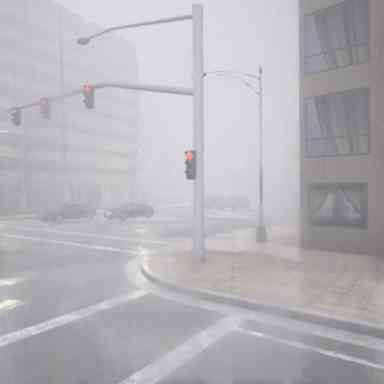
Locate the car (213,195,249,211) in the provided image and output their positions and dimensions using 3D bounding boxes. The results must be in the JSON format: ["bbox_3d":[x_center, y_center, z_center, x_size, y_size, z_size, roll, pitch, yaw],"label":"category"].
[{"bbox_3d":[5.478,1.351,43.775,2.150,2.045,5.566,0,-1,35],"label":"car"}]

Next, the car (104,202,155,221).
[{"bbox_3d":[-5.288,1.618,28.479,2.128,1.511,4.902,0,0,35],"label":"car"}]

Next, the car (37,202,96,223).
[{"bbox_3d":[-10.245,1.650,27.497,1.837,1.490,4.892,0,0,35],"label":"car"}]

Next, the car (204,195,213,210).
[{"bbox_3d":[2.594,1.373,45.758,2.150,2.045,5.566,0,-1,35],"label":"car"}]
